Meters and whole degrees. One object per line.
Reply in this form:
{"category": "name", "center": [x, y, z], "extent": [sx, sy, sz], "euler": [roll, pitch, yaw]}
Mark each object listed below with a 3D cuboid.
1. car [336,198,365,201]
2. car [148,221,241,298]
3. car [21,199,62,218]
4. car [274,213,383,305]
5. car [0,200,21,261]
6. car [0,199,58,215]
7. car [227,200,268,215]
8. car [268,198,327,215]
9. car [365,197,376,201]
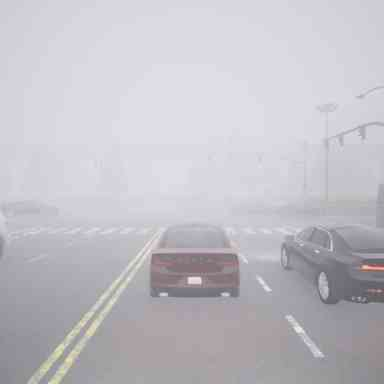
{"category": "car", "center": [17.974, 1.562, 40.087], "extent": [4.181, 1.385, 1.994], "euler": [0, 0, 0]}
{"category": "car", "center": [0.057, 1.477, 8.591], "extent": [1.882, 1.535, 5.008], "euler": [0, 0, 0]}
{"category": "car", "center": [-14.146, 1.491, 29.507], "extent": [4.902, 1.511, 2.128], "euler": [0, 0, 0]}
{"category": "car", "center": [3.555, 1.505, 8.078], "extent": [1.837, 1.490, 4.892], "euler": [0, 0, 0]}
{"category": "car", "center": [-7.012, 1.221, 8.478], "extent": [2.150, 2.045, 5.566], "euler": [0, 0, 2]}
{"category": "car", "center": [-16.186, 1.490, 33.015], "extent": [4.902, 1.511, 2.128], "euler": [0, 0, 0]}
{"category": "car", "center": [6.196, 1.546, 32.929], "extent": [5.357, 1.411, 2.033], "euler": [0, 0, 0]}
{"category": "car", "center": [9.482, 1.524, 29.418], "extent": [4.674, 1.442, 1.812], "euler": [0, 0, 0]}
{"category": "car", "center": [20.490, 1.546, 43.577], "extent": [5.357, 1.411, 2.033], "euler": [0, 0, 0]}
